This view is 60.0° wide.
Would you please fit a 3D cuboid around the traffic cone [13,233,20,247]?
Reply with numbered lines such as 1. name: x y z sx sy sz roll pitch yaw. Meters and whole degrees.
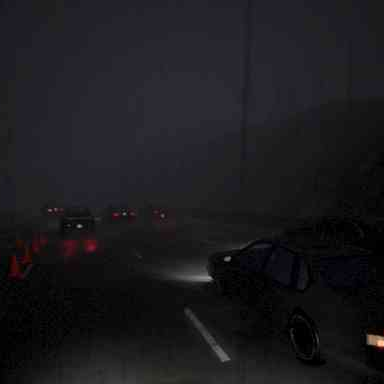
1. traffic cone: -7.787 2.140 14.870 0.340 0.580 0.340 -1 0 -18

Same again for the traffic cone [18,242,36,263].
1. traffic cone: -5.624 2.088 11.360 0.340 0.580 0.340 -1 0 -18

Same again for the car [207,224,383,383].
1. car: 1.885 1.496 5.800 2.033 1.411 5.357 -1 0 -16

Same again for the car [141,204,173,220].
1. car: -3.357 1.665 29.019 1.895 1.301 4.718 -1 0 -26

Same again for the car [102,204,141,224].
1. car: -6.009 1.679 26.482 2.033 1.411 5.357 -1 0 -26

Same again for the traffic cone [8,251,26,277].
1. traffic cone: -5.019 2.074 9.454 0.340 0.580 0.340 -1 0 -18

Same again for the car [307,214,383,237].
1. car: 4.368 1.389 9.515 1.837 1.490 4.892 -1 0 -17

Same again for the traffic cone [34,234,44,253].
1. traffic cone: -6.229 2.102 13.266 0.340 0.580 0.340 -1 0 -18

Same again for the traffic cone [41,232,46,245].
1. traffic cone: -6.835 2.116 15.172 0.340 0.580 0.340 -1 0 -18

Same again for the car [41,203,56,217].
1. car: -15.152 1.901 36.025 2.033 1.411 5.357 -1 0 -31

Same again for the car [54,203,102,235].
1. car: -7.078 1.655 20.298 2.128 1.511 4.902 -1 0 -23
